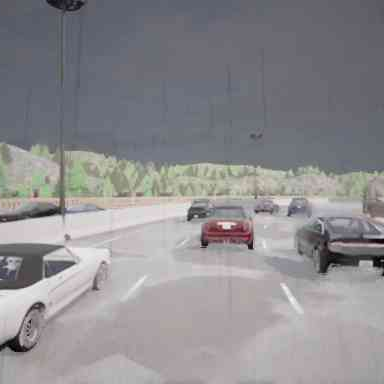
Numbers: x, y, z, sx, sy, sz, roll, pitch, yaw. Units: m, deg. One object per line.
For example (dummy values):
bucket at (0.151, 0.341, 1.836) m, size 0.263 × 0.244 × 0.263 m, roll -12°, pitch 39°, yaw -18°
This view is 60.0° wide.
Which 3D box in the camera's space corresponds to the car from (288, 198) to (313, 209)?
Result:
car at (10.590, 1.397, 32.277) m, size 2.097 × 1.767 × 4.553 m, roll 0°, pitch 0°, yaw 22°

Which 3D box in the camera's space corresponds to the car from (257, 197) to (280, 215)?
car at (7.974, 1.597, 35.209) m, size 2.033 × 1.411 × 5.357 m, roll 0°, pitch 0°, yaw 24°

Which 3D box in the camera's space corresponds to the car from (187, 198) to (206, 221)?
car at (1.014, 1.521, 26.594) m, size 1.837 × 1.490 × 4.892 m, roll 0°, pitch 0°, yaw 17°

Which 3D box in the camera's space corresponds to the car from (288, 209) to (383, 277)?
car at (4.493, 1.500, 10.385) m, size 2.128 × 1.511 × 4.902 m, roll 0°, pitch 0°, yaw 7°

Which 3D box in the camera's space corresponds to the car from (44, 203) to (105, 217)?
car at (-7.563, 1.515, 22.663) m, size 1.812 × 1.442 × 4.674 m, roll 0°, pitch 0°, yaw 15°

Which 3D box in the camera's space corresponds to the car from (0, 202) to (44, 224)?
car at (-11.046, 1.459, 23.136) m, size 1.882 × 1.535 × 5.008 m, roll 0°, pitch 0°, yaw 14°

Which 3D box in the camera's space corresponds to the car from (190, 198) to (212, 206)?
car at (1.620, 1.712, 59.517) m, size 1.994 × 1.385 × 4.181 m, roll 0°, pitch 0°, yaw 35°

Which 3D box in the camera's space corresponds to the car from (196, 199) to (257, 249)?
car at (1.693, 1.354, 14.829) m, size 2.097 × 1.767 × 4.553 m, roll 0°, pitch 0°, yaw 10°

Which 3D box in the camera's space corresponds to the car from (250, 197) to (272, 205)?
car at (13.182, 1.682, 63.131) m, size 1.882 × 1.535 × 5.008 m, roll 0°, pitch -1°, yaw 40°

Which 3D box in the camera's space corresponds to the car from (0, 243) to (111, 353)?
car at (-3.041, 1.585, 6.096) m, size 1.895 × 1.301 × 4.718 m, roll 0°, pitch 0°, yaw 4°
